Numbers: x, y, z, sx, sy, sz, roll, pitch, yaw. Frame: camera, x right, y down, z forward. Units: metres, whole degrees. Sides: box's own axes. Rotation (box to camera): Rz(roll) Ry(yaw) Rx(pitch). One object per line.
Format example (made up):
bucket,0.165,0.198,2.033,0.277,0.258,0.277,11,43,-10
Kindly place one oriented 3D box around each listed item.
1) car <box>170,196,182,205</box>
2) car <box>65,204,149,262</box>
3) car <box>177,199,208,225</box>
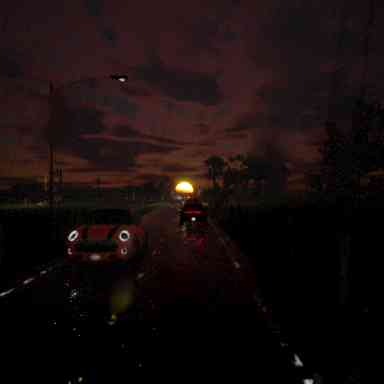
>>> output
car,-2.759,1.478,59.333,2.128,1.511,4.902,0,0,0
car,-2.851,1.336,12.061,2.097,1.767,4.553,0,0,0
car,0.098,1.484,23.861,1.837,1.490,4.892,0,0,0
